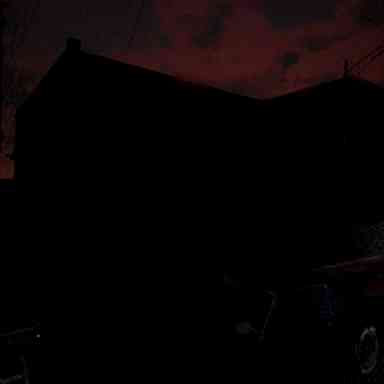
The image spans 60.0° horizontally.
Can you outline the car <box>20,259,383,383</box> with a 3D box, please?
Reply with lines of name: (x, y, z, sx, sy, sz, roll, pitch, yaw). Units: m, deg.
car: (0.575, 1.627, 4.086, 4.718, 1.301, 1.895, 1, 0, -35)
